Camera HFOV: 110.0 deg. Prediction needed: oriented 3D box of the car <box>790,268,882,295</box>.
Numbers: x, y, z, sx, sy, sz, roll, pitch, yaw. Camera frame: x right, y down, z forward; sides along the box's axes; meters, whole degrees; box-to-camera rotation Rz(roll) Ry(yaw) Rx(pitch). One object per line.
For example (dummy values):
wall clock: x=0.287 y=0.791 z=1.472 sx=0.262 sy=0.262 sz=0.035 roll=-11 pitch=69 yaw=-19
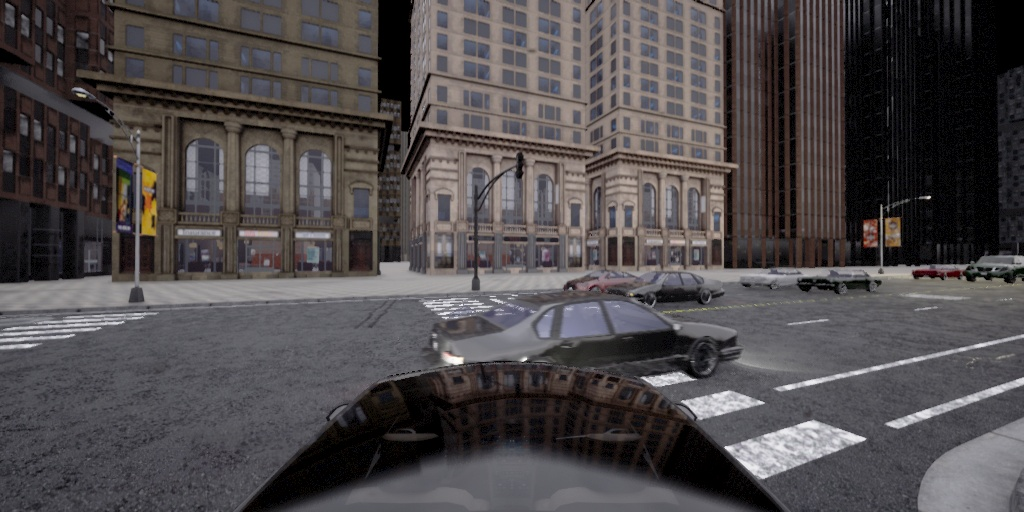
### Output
car: x=18.237 y=1.400 z=20.029 sx=4.718 sy=1.301 sz=1.895 roll=0 pitch=0 yaw=-22

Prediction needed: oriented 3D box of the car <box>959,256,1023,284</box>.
car: x=37.966 y=0.999 z=27.947 sx=5.566 sy=2.045 sz=2.150 roll=0 pitch=0 yaw=-22

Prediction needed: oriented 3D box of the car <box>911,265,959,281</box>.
car: x=36.879 y=1.419 z=31.007 sx=4.718 sy=1.301 sz=1.895 roll=0 pitch=0 yaw=-22

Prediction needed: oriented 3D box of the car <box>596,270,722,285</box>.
car: x=6.533 y=1.355 z=15.274 sx=5.357 sy=1.411 sz=2.033 roll=0 pitch=0 yaw=-22

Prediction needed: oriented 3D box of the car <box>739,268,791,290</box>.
car: x=16.909 y=1.425 z=22.997 sx=4.718 sy=1.301 sz=1.895 roll=0 pitch=0 yaw=-22

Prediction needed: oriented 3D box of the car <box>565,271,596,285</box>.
car: x=4.673 y=1.398 z=18.022 sx=4.181 sy=1.385 sz=1.994 roll=0 pitch=0 yaw=-22

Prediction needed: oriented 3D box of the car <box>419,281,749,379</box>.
car: x=1.250 y=1.312 z=6.003 sx=5.357 sy=1.411 sz=2.033 roll=0 pitch=0 yaw=-22
